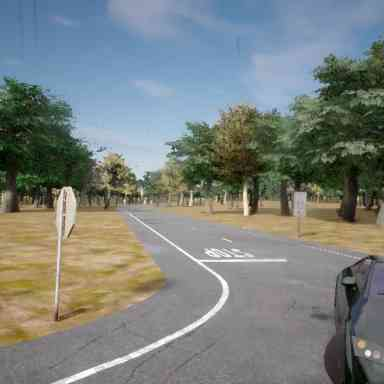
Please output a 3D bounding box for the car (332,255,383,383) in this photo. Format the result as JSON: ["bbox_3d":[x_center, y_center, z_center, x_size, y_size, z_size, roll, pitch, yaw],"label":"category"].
[{"bbox_3d":[3.076,1.642,4.582,1.994,1.385,4.181,1,-1,22],"label":"car"}]
